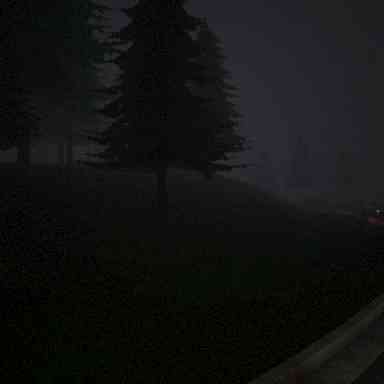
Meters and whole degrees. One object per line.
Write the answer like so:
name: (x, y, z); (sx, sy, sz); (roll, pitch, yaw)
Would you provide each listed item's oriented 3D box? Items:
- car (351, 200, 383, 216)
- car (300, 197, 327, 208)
car: (16.983, 1.496, 32.119); (1.812, 1.442, 4.674); (0, 0, 7)
car: (16.820, 1.468, 46.291); (1.837, 1.490, 4.892); (0, 0, -10)
